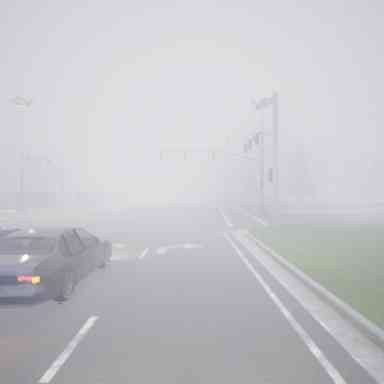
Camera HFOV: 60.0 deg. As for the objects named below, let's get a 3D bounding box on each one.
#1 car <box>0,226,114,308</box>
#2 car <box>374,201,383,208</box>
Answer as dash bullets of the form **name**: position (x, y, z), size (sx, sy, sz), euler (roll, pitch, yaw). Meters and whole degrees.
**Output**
- **car**: position (-3.421, 1.545, 8.164), size (2.033, 1.411, 5.357), euler (0, 0, 0)
- **car**: position (28.676, 1.533, 46.823), size (5.357, 1.411, 2.033), euler (0, 0, 0)
